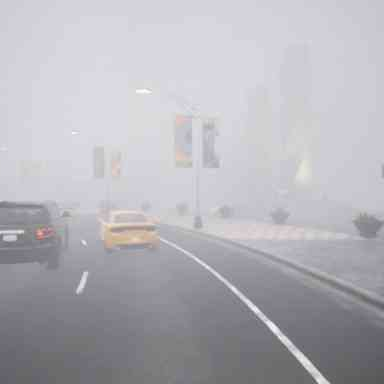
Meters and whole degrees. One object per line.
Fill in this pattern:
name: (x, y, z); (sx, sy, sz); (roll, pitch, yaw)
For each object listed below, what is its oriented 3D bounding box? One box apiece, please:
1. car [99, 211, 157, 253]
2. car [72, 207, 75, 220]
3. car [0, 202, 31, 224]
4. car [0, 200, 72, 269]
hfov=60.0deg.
car: (-2.805, 1.520, 14.042); (1.882, 1.535, 5.008); (0, 0, -19)
car: (-11.893, 1.611, 29.005); (1.882, 1.535, 5.008); (0, 0, -42)
car: (-14.817, 1.658, 27.067); (1.837, 1.490, 4.892); (0, -1, -42)
car: (-5.449, 1.281, 11.172); (2.150, 2.045, 5.566); (0, 0, -16)
